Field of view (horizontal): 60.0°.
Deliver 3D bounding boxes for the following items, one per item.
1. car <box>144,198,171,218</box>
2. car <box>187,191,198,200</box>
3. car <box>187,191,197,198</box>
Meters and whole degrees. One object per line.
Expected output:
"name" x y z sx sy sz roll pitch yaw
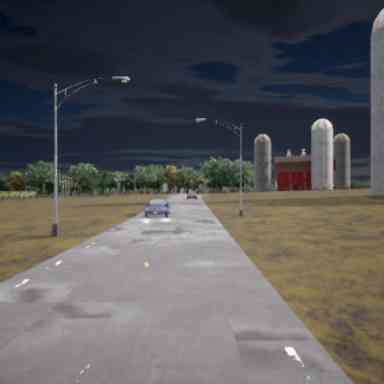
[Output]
"car" -2.762 1.250 27.531 1.812 1.442 4.674 0 1 0
"car" 0.001 0.729 58.510 1.895 1.301 4.718 0 1 0
"car" 0.002 0.410 68.629 1.994 1.385 4.181 0 1 0
